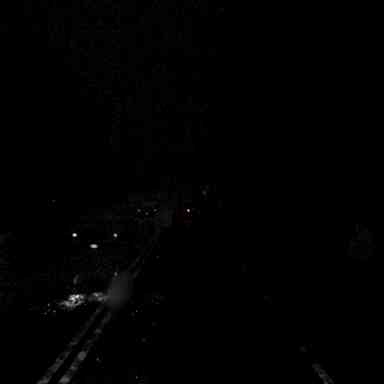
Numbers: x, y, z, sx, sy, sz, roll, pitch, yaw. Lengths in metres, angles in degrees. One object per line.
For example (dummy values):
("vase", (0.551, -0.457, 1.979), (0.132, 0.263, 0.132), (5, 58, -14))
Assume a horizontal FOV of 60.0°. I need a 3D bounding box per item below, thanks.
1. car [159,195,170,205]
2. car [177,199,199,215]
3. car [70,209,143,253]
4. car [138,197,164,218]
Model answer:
("car", (-4.337, 1.210, 51.052), (1.837, 1.490, 4.892), (0, 0, -2))
("car", (-0.392, 1.424, 33.229), (1.837, 1.490, 4.892), (0, 1, -2))
("car", (-3.457, 1.603, 13.915), (1.895, 1.301, 4.718), (0, 0, -1))
("car", (-3.738, 1.472, 29.485), (1.812, 1.442, 4.674), (0, 1, -1))
